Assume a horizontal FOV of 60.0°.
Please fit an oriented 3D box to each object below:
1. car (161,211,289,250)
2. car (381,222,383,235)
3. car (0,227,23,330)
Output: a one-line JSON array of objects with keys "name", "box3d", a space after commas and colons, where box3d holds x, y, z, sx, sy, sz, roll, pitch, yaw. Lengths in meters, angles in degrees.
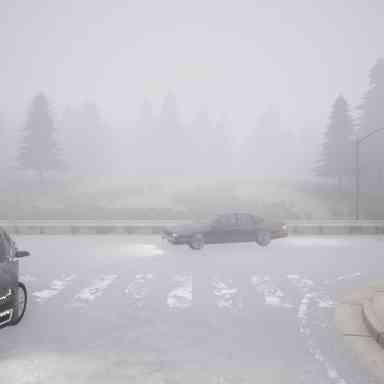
[{"name": "car", "box3d": [1.460, 1.547, 14.211, 5.357, 1.411, 2.033, 0, 0, -20]}, {"name": "car", "box3d": [11.239, 1.492, 15.089, 4.902, 1.511, 2.128, 0, 0, 0]}, {"name": "car", "box3d": [-4.457, 1.505, 6.571, 1.837, 1.490, 4.892, 0, 0, -28]}]
